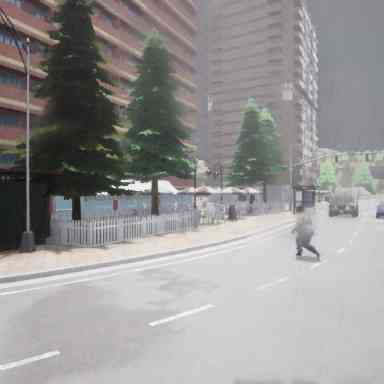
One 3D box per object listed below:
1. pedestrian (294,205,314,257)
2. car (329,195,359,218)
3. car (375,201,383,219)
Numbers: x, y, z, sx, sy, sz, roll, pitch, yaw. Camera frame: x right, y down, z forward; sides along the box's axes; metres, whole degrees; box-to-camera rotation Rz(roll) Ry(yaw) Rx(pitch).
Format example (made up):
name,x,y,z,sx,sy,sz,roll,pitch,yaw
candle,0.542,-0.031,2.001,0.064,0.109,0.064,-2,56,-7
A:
name,x,y,z,sx,sy,sz,roll,pitch,yaw
pedestrian,3.773,1.294,11.183,0.375,1.860,0.375,0,0,38
car,14.102,1.311,30.756,2.150,2.045,5.566,0,0,30
car,17.160,1.546,29.053,1.812,1.442,4.674,0,0,30
